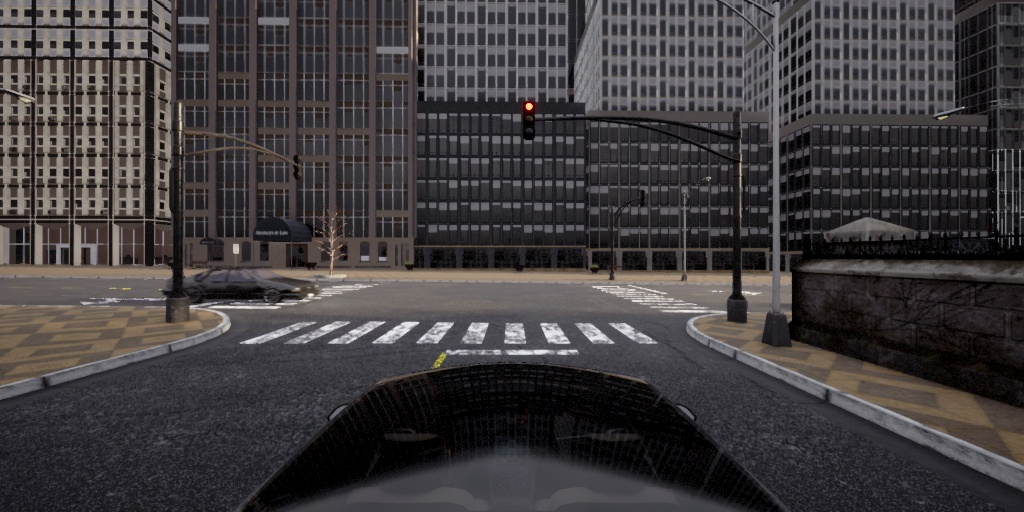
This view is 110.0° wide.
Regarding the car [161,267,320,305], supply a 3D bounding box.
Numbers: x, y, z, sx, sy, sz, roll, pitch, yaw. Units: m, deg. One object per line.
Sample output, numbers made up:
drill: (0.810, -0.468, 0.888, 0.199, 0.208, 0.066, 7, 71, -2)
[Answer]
car: (-10.894, 1.173, 14.611, 5.357, 1.411, 2.033, 1, 0, -1)
